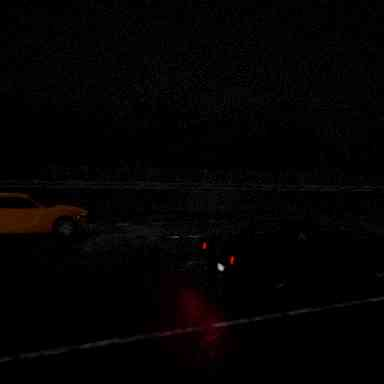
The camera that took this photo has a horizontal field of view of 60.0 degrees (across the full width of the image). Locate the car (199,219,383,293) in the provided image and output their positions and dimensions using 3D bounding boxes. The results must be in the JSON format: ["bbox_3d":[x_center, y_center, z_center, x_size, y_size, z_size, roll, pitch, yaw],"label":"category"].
[{"bbox_3d":[2.659,1.327,7.904,4.718,1.301,1.895,0,3,-22],"label":"car"}]

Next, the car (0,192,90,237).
[{"bbox_3d":[-6.241,0.758,11.806,5.008,1.535,1.882,0,3,-22],"label":"car"}]

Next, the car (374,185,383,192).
[{"bbox_3d":[29.554,-0.336,49.118,5.566,2.045,2.150,1,3,-22],"label":"car"}]
